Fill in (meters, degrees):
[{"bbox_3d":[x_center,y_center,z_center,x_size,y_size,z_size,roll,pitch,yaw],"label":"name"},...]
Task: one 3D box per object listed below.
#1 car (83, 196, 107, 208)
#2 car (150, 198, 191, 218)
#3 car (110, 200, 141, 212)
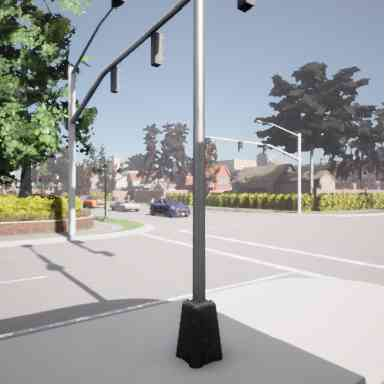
[{"bbox_3d":[-13.712,1.350,46.866,2.097,1.767,4.553,0,0,-36],"label":"car"},{"bbox_3d":[-2.078,1.350,30.790,2.097,1.767,4.553,0,0,-36],"label":"car"},{"bbox_3d":[-7.822,1.599,38.726,1.895,1.301,4.718,0,0,-36],"label":"car"}]
